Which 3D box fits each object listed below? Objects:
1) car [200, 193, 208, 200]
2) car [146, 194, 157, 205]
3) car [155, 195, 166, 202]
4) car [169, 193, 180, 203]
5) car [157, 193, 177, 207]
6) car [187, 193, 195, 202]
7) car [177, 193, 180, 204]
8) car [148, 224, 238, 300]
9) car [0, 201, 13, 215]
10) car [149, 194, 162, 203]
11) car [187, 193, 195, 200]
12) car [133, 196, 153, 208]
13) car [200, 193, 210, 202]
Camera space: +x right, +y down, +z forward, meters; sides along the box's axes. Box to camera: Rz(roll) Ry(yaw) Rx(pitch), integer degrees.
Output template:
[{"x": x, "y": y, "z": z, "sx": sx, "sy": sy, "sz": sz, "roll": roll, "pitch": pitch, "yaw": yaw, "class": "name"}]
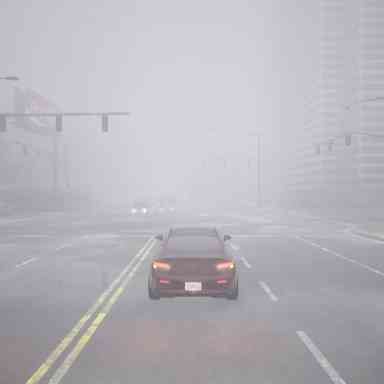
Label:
[{"x": 3.152, "y": 1.183, "z": 88.360, "sx": 2.097, "sy": 1.767, "sz": 4.553, "roll": 0, "pitch": 0, "yaw": 0, "class": "car"}, {"x": -7.306, "y": 1.525, "z": 56.991, "sx": 1.812, "sy": 1.442, "sz": 4.674, "roll": 0, "pitch": 0, "yaw": 0, "class": "car"}, {"x": -7.304, "y": 1.524, "z": 77.458, "sx": 2.128, "sy": 1.511, "sz": 4.902, "roll": 0, "pitch": 0, "yaw": 0, "class": "car"}, {"x": -3.782, "y": 1.224, "z": 72.025, "sx": 2.150, "sy": 2.045, "sz": 5.566, "roll": 0, "pitch": 0, "yaw": 0, "class": "car"}, {"x": -3.828, "y": 1.221, "z": 51.239, "sx": 2.150, "sy": 2.045, "sz": 5.566, "roll": 0, "pitch": 0, "yaw": -4, "class": "car"}, {"x": -0.308, "y": 1.583, "z": 78.440, "sx": 1.895, "sy": 1.301, "sz": 4.718, "roll": 0, "pitch": 0, "yaw": 0, "class": "car"}, {"x": -3.804, "y": 1.221, "z": 61.597, "sx": 2.150, "sy": 2.045, "sz": 5.566, "roll": 0, "pitch": 0, "yaw": 0, "class": "car"}, {"x": 0.033, "y": 1.526, "z": 8.264, "sx": 1.812, "sy": 1.442, "sz": 4.674, "roll": 0, "pitch": 0, "yaw": 0, "class": "car"}, {"x": -19.534, "y": 1.477, "z": 31.196, "sx": 5.008, "sy": 1.535, "sz": 1.882, "roll": 0, "pitch": 0, "yaw": -1, "class": "car"}, {"x": -7.287, "y": 1.351, "z": 67.043, "sx": 2.097, "sy": 1.767, "sz": 4.553, "roll": 0, "pitch": 0, "yaw": 0, "class": "car"}, {"x": -0.348, "y": 1.183, "z": 88.345, "sx": 2.097, "sy": 1.767, "sz": 4.553, "roll": 0, "pitch": 0, "yaw": 0, "class": "car"}, {"x": -7.278, "y": 1.600, "z": 48.165, "sx": 1.895, "sy": 1.301, "sz": 4.718, "roll": 0, "pitch": 0, "yaw": 0, "class": "car"}, {"x": 3.193, "y": 1.514, "z": 78.072, "sx": 2.128, "sy": 1.511, "sz": 4.902, "roll": 0, "pitch": 0, "yaw": 0, "class": "car"}]
